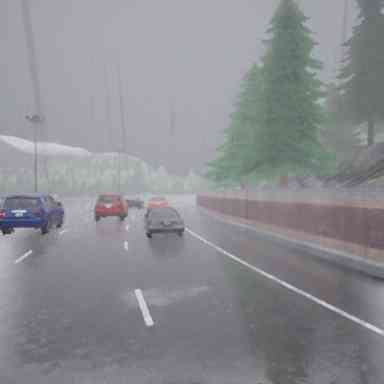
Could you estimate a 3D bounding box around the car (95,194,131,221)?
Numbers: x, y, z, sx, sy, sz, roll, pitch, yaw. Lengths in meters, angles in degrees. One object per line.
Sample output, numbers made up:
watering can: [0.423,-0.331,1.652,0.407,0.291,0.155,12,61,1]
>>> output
car: [-6.393,1.172,26.824,2.150,2.045,5.566,0,0,-7]

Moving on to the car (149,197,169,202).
car: [-3.547,1.286,35.463,2.097,1.767,4.553,0,0,-3]

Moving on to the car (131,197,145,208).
car: [-7.175,1.425,42.139,1.837,1.490,4.892,0,0,0]

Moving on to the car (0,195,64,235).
car: [-8.840,1.186,18.812,2.150,2.045,5.566,0,0,-10]

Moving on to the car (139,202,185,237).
car: [-1.601,1.514,17.880,2.033,1.411,5.357,0,0,-10]

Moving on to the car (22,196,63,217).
car: [-13.787,1.296,30.929,2.097,1.767,4.553,0,0,-5]
